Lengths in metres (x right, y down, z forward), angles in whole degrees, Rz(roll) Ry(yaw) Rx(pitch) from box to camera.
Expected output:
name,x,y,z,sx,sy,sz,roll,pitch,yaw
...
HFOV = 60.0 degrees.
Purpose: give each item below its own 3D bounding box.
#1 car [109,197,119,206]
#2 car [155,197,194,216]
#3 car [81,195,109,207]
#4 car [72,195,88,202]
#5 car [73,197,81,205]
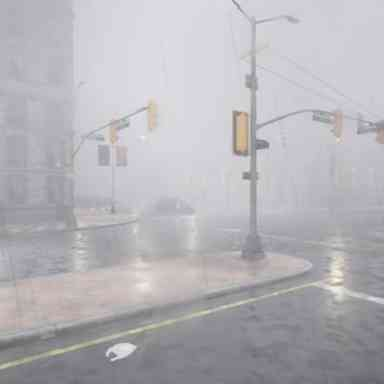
name,x,y,z,sx,sy,sz,roll,pitch,yaw
car,-14.095,1.539,55.941,2.033,1.411,5.357,0,0,-35
car,-1.781,1.344,32.896,2.097,1.767,4.553,0,0,-36
car,-14.997,1.345,51.147,2.097,1.767,4.553,0,0,-35
car,-23.441,1.308,69.274,1.895,1.301,4.718,0,0,-35
car,-18.968,1.518,56.911,1.812,1.442,4.674,0,0,-35
